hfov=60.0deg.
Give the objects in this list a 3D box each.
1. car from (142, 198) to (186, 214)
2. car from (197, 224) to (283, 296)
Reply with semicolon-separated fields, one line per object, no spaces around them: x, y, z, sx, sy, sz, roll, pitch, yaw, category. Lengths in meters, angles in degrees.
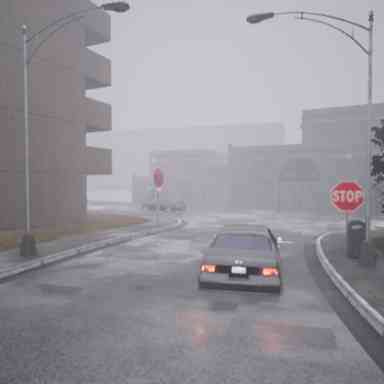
-2.898;1.330;33.329;4.902;1.511;2.128;2;2;34;car
1.423;1.576;8.925;2.033;1.411;5.357;0;0;12;car
